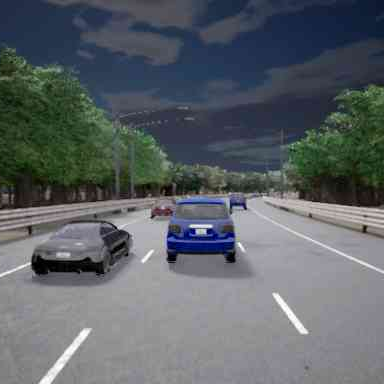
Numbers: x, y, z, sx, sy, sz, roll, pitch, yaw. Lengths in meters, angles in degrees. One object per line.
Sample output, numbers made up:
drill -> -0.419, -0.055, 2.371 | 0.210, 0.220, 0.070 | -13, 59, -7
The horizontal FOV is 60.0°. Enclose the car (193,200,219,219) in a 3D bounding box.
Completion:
car -> 1.327, 1.494, 29.914 | 2.128, 1.511, 4.902 | 0, 0, 4

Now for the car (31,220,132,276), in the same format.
car -> -3.199, 1.563, 10.434 | 1.994, 1.385, 4.181 | 0, 0, 2

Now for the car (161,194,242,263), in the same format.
car -> 0.343, 1.224, 12.178 | 2.150, 2.045, 5.566 | 0, 0, 2

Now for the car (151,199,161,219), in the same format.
car -> -2.218, 1.352, 29.381 | 2.097, 1.767, 4.553 | 0, 0, 4

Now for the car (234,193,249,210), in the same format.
car -> 6.087, 1.221, 44.269 | 2.150, 2.045, 5.566 | 0, 0, 7

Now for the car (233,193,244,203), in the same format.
car -> 9.769, 1.215, 69.440 | 2.150, 2.045, 5.566 | 0, 0, 10
